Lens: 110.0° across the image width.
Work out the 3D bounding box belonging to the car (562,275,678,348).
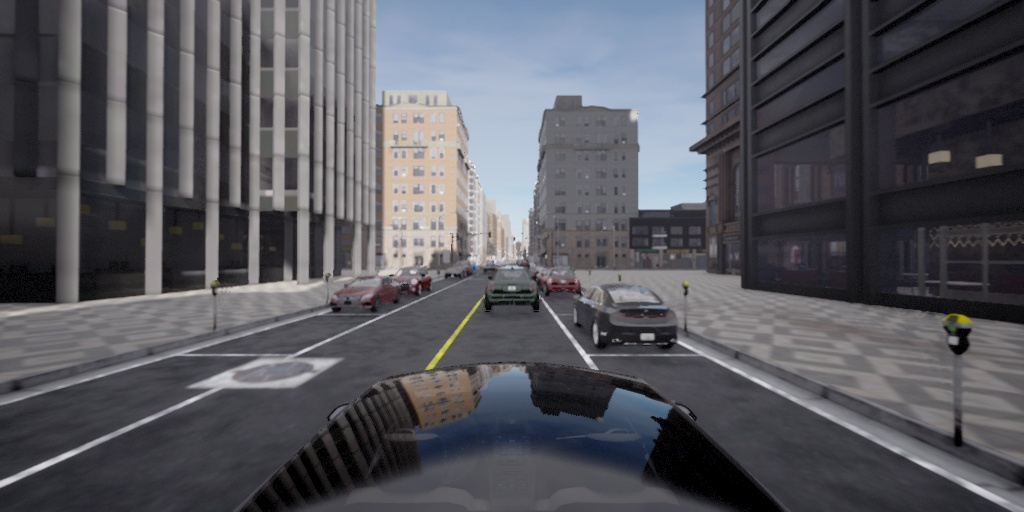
[{"bbox_3d":[2.665,1.374,9.230,2.007,1.370,4.403,0,0,0],"label":"car"}]

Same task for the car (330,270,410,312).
[{"bbox_3d":[-5.862,1.458,14.889,1.802,1.307,4.207,0,0,0],"label":"car"}]

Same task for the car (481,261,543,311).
[{"bbox_3d":[0.012,1.231,15.277,2.097,1.767,4.553,0,-1,0],"label":"car"}]

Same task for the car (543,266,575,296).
[{"bbox_3d":[2.661,1.367,20.508,1.967,1.591,4.097,0,0,0],"label":"car"}]

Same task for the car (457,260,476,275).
[{"bbox_3d":[-5.872,1.444,43.088,2.192,1.841,5.009,0,0,0],"label":"car"}]

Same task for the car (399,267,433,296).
[{"bbox_3d":[-5.864,1.367,20.530,1.967,1.591,4.097,0,0,0],"label":"car"}]

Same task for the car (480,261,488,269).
[{"bbox_3d":[-3.032,1.794,50.652,1.895,1.301,4.718,0,0,0],"label":"car"}]

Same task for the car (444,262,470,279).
[{"bbox_3d":[-5.870,1.645,37.448,1.948,1.339,4.313,0,0,0],"label":"car"}]
